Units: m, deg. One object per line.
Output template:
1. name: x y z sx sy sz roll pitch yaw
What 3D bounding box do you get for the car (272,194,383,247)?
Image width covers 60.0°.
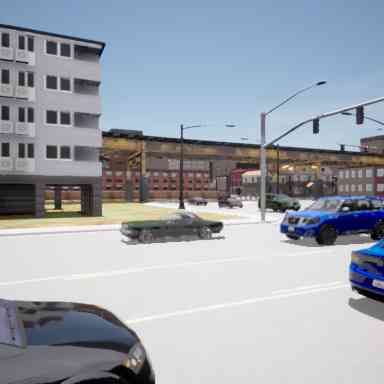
1. car: 6.745 1.221 15.335 5.566 2.045 2.150 0 0 -25

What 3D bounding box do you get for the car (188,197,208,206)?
1. car: 0.858 1.546 55.887 2.033 1.411 5.357 0 0 -20

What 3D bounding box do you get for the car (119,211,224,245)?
1. car: -0.958 1.600 15.654 4.718 1.301 1.895 0 0 -26

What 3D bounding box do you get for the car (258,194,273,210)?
1. car: 9.651 1.221 37.283 2.150 2.045 5.566 0 0 -26

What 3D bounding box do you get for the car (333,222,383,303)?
1. car: 5.560 1.477 6.910 5.008 1.535 1.882 0 0 -25

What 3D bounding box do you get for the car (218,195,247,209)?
1. car: 5.278 1.525 46.437 1.812 1.442 4.674 0 0 -25

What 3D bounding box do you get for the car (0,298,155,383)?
1. car: -2.418 1.564 2.758 4.181 1.385 1.994 0 0 -32
